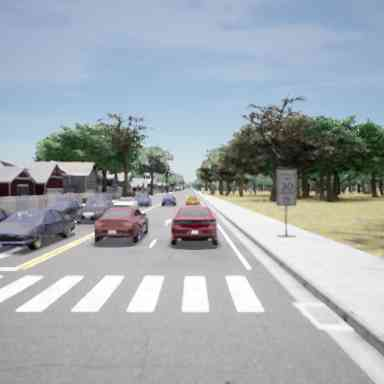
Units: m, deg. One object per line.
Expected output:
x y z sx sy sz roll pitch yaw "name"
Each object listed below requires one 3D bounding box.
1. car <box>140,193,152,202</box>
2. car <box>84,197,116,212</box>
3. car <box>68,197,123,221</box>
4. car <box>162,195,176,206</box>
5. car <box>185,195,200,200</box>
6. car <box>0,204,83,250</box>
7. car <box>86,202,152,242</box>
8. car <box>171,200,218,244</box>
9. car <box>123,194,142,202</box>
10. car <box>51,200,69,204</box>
-6.549 1.001 43.493 2.097 1.767 4.553 0 0 0 "car"
-9.825 1.254 36.028 2.033 1.411 5.357 0 0 0 "car"
-6.598 1.303 23.467 2.128 1.511 4.902 0 0 0 "car"
-3.140 1.157 45.842 1.812 1.442 4.674 0 1 0 "car"
0.105 1.115 45.409 1.882 1.535 5.008 0 1 0 "car"
-6.595 1.433 14.006 2.033 1.411 5.357 0 0 0 "car"
-3.146 1.403 15.400 1.812 1.442 4.674 0 0 0 "car"
0.104 1.360 15.110 1.882 1.535 5.008 0 0 0 "car"
-6.578 1.256 33.517 1.812 1.442 4.674 0 0 0 "car"
-9.844 1.340 25.491 2.033 1.411 5.357 0 0 0 "car"
